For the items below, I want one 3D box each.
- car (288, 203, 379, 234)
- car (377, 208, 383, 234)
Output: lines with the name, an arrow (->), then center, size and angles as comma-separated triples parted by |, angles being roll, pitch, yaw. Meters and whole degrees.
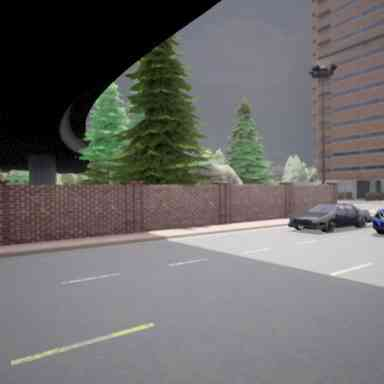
car -> 7.491, 1.302, 17.787 | 5.357, 1.411, 2.033 | -1, 1, -35
car -> 10.939, 1.029, 15.926 | 5.566, 2.045, 2.150 | -1, 1, -35
